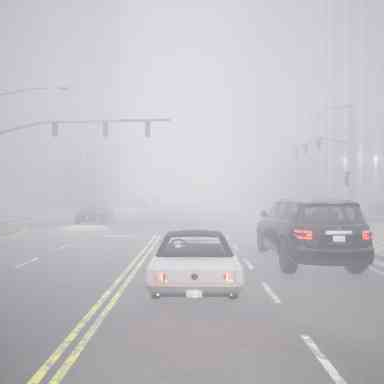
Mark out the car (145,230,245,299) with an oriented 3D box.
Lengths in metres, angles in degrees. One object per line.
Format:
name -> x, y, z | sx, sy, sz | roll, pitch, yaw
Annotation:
car -> 0.067, 1.601, 8.391 | 1.895, 1.301, 4.718 | 0, 0, 1

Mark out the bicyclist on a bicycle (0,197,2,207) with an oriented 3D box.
bicyclist on a bicycle -> -26.380, 1.301, 45.411 | 0.582, 1.620, 1.656 | 0, 0, -1

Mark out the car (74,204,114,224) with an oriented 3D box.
car -> -7.080, 1.564, 24.371 | 1.994, 1.385, 4.181 | 0, 0, 0

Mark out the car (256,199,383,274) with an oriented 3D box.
car -> 3.583, 1.222, 10.746 | 2.150, 2.045, 5.566 | 0, 0, 0

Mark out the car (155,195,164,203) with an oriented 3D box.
car -> -6.951, 1.351, 68.227 | 2.097, 1.767, 4.553 | 0, 0, 0

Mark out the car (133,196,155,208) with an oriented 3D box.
car -> -7.336, 1.491, 48.706 | 2.128, 1.511, 4.902 | 0, 0, 4
